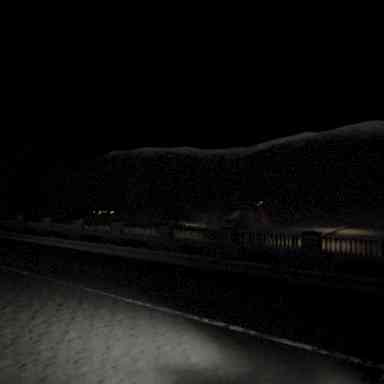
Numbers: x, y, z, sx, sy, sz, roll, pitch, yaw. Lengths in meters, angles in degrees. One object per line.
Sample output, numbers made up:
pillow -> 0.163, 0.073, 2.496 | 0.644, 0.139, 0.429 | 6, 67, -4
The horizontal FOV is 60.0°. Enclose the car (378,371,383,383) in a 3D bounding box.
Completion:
car -> 3.593, 1.485, 1.432 | 4.902, 1.511, 2.128 | 0, 0, 35
